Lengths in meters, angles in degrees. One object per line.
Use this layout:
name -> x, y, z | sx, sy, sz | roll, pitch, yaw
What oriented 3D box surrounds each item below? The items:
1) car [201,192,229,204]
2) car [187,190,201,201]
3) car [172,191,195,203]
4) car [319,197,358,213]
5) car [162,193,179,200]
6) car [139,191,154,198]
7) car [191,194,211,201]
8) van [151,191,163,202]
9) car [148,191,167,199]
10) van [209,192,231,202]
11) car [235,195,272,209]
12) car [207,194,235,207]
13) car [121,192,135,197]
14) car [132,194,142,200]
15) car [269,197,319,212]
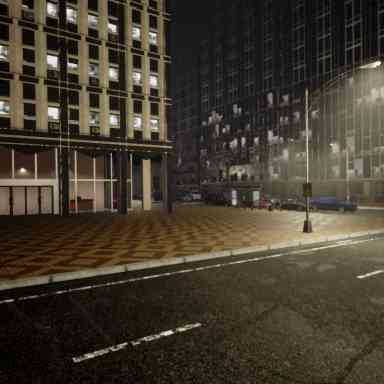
car -> 3.867, 1.018, 50.115 | 2.097, 1.767, 4.553 | -1, 1, -34
car -> -0.687, 0.719, 62.347 | 2.150, 2.045, 5.566 | -1, 1, -35
car -> -1.934, 1.096, 58.620 | 1.812, 1.442, 4.674 | -1, 1, -34
car -> 14.566, 1.315, 34.568 | 1.882, 1.535, 5.008 | -1, 1, -35
car -> -4.789, 0.934, 72.892 | 1.802, 1.307, 4.206 | 0, 1, -35
car -> -11.237, 0.684, 82.251 | 1.967, 1.590, 4.097 | 0, 1, -35
car -> 1.659, 1.041, 63.530 | 1.802, 1.307, 4.206 | -1, 1, -35
van -> -5.242, 0.935, 58.775 | 1.690, 1.788, 3.998 | 0, 1, -35
car -> -8.013, 0.613, 77.569 | 2.192, 1.841, 5.009 | 0, 1, -35
van -> 4.883, 0.853, 58.846 | 1.690, 1.788, 3.998 | -1, 1, -35
car -> 7.560, 1.386, 39.994 | 1.802, 1.307, 4.206 | -1, 1, -35
car -> 4.384, 1.318, 44.707 | 1.947, 1.339, 4.313 | -1, 1, -35
car -> -17.685, 0.686, 91.613 | 2.008, 1.369, 4.403 | 0, 1, -35
car -> -11.691, 1.037, 68.139 | 2.008, 1.369, 4.403 | 0, 1, -35
car -> 10.770, 1.422, 35.301 | 1.947, 1.339, 4.313 | -1, 1, -35
